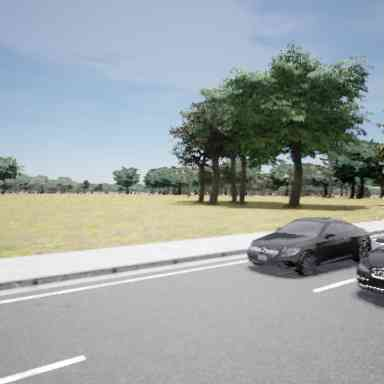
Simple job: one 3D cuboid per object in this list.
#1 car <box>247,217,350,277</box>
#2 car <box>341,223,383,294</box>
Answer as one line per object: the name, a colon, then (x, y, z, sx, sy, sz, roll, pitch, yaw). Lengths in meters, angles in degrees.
car: (3.810, 1.529, 10.378, 4.674, 1.442, 1.812, 0, 0, -35)
car: (5.781, 1.508, 7.792, 4.892, 1.490, 1.837, 0, 0, -35)
